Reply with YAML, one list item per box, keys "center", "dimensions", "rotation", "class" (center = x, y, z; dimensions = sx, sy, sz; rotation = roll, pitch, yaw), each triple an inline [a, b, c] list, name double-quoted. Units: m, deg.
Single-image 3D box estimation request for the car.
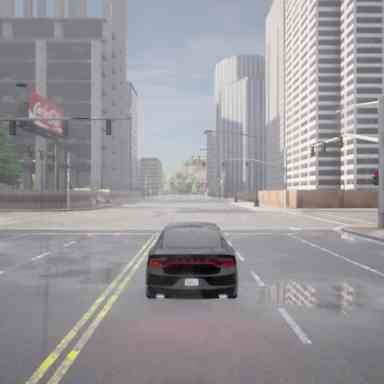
- center: [0.002, 1.487, 8.502]
  dimensions: [1.882, 1.535, 5.008]
  rotation: [0, 0, 0]
  class: "car"
